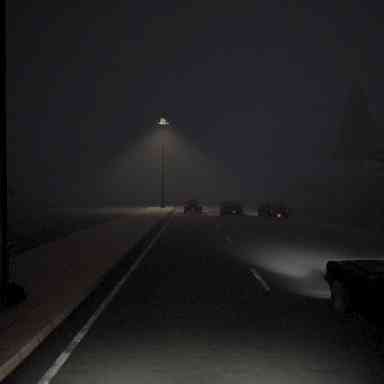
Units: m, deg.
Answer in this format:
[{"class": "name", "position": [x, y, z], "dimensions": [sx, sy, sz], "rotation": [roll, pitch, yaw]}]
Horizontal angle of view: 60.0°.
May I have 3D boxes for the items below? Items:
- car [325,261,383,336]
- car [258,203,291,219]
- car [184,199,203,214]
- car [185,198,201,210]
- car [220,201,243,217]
[{"class": "car", "position": [3.600, 1.600, 4.607], "dimensions": [1.895, 1.301, 4.718], "rotation": [0, 0, 0]}, {"class": "car", "position": [7.105, 1.601, 29.278], "dimensions": [1.895, 1.301, 4.718], "rotation": [0, 0, 0]}, {"class": "car", "position": [0.100, 1.526, 35.833], "dimensions": [1.812, 1.442, 4.674], "rotation": [0, 0, 0]}, {"class": "car", "position": [0.107, 1.564, 44.593], "dimensions": [1.994, 1.385, 4.181], "rotation": [0, 0, 0]}, {"class": "car", "position": [3.605, 1.525, 30.819], "dimensions": [1.812, 1.442, 4.674], "rotation": [0, 0, 0]}]
